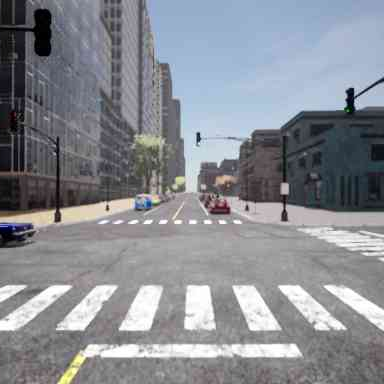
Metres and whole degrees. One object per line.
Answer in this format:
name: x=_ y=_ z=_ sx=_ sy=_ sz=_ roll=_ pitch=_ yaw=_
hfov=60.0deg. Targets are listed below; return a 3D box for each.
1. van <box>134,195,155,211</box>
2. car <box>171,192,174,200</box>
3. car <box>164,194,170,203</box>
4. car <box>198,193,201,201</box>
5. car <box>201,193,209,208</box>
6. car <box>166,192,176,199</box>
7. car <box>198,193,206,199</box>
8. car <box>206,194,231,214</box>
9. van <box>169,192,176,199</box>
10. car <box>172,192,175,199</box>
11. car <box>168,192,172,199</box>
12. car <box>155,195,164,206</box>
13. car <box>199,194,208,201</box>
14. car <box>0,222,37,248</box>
van: x=-5.668 y=1.193 z=38.712 sx=1.690 sy=1.788 sz=3.998 roll=1 pitch=0 yaw=0
car: x=-5.667 y=1.286 z=72.756 sx=1.947 sy=1.339 sz=4.313 roll=1 pitch=0 yaw=0
car: x=-5.669 y=1.346 z=61.409 sx=1.802 sy=1.307 sz=4.206 roll=1 pitch=0 yaw=0
car: x=2.716 y=1.057 z=67.119 sx=2.192 sy=1.841 sz=5.009 roll=1 pitch=0 yaw=0
car: x=2.713 y=1.145 z=44.423 sx=2.192 sy=1.841 sz=5.009 roll=1 pitch=0 yaw=0
car: x=-5.660 y=0.968 z=89.777 sx=2.192 sy=1.841 sz=5.009 roll=1 pitch=0 yaw=0
car: x=2.717 y=1.093 z=89.815 sx=1.967 sy=1.590 sz=4.097 roll=1 pitch=0 yaw=0
car: x=2.709 y=1.314 z=33.076 sx=1.967 sy=1.590 sz=4.097 roll=1 pitch=0 yaw=0
van: x=-5.660 y=0.972 z=95.451 sx=1.690 sy=1.788 sz=3.998 roll=1 pitch=0 yaw=0
car: x=-5.665 y=1.226 z=84.104 sx=2.008 sy=1.369 sz=4.403 roll=1 pitch=0 yaw=0
car: x=-5.668 y=1.308 z=67.083 sx=1.947 sy=1.339 sz=4.313 roll=1 pitch=0 yaw=0
car: x=-5.670 y=1.334 z=49.890 sx=1.752 sy=1.417 sz=4.829 roll=1 pitch=0 yaw=0
car: x=2.714 y=1.263 z=78.468 sx=1.947 sy=1.339 sz=4.313 roll=1 pitch=0 yaw=0
car: x=-9.131 y=1.593 z=13.856 sx=4.718 sy=1.301 sz=1.895 roll=-1 pitch=0 yaw=1
